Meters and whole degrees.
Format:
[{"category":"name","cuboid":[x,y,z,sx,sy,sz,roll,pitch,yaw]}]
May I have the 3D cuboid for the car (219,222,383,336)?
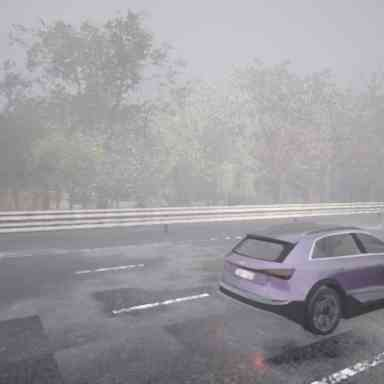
[{"category":"car","cuboid":[2.813,1.436,6.675,4.856,1.649,2.033,0,0,-30]}]
